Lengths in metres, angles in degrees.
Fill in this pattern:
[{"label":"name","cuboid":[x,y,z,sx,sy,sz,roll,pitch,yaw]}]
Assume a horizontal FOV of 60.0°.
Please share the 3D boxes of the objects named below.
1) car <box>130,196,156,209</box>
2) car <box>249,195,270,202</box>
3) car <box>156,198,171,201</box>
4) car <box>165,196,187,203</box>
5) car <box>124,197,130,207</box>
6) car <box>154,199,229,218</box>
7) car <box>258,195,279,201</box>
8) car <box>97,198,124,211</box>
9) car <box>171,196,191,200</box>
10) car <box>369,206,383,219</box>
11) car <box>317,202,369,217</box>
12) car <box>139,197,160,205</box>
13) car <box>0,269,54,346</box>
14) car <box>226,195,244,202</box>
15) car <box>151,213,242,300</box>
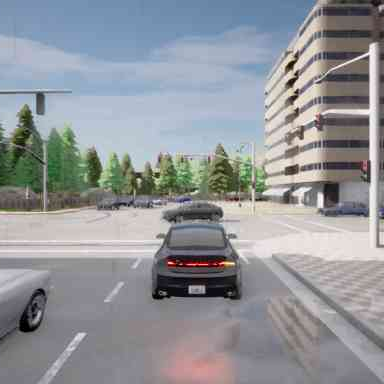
[{"label":"car","cuboid":[-6.757,1.352,46.477,2.097,1.767,4.553,0,0,3]},{"label":"car","cuboid":[15.183,1.595,74.838,4.718,1.301,1.895,0,0,-33]},{"label":"car","cuboid":[-5.631,1.601,56.257,1.895,1.301,4.718,0,0,14]},{"label":"car","cuboid":[-3.310,1.540,70.779,2.033,1.411,5.357,0,0,31]},{"label":"car","cuboid":[-9.961,1.547,51.367,2.033,1.411,5.357,0,0,6]},{"label":"car","cuboid":[0.013,1.517,24.701,4.892,1.490,1.837,0,-1,-26]},{"label":"car","cuboid":[18.507,1.500,80.625,4.892,1.490,1.837,0,0,-22]},{"label":"car","cuboid":[-10.399,1.505,41.671,1.837,1.490,4.892,0,0,2]},{"label":"car","cuboid":[-1.900,1.478,66.061,1.882,1.535,5.008,0,0,28]},{"label":"car","cuboid":[17.693,1.582,27.551,4.674,1.442,1.812,-1,0,0]},{"label":"car","cuboid":[14.601,1.603,31.061,5.357,1.411,2.033,0,0,0]},{"label":"car","cuboid":[-7.784,1.601,61.277,1.895,1.301,4.718,0,0,20]},{"label":"car","cuboid":[-3.426,1.601,3.869,1.895,1.301,4.718,0,0,0]},{"label":"car","cuboid":[9.710,1.478,75.109,5.008,1.535,1.882,0,0,-41]},{"label":"car","cuboid":[0.116,1.505,8.390,1.837,1.490,4.892,0,0,1]}]
